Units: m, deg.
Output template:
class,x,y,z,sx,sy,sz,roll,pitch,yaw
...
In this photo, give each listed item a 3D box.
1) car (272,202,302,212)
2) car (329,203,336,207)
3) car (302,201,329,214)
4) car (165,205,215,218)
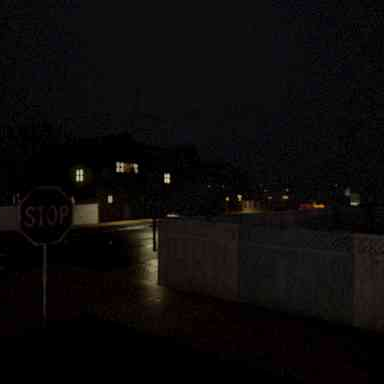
class,x,y,z,sx,sy,sz,roll,pitch,yaw
car,11.533,1.974,40.895,1.882,1.535,5.008,0,-1,36
car,20.265,2.233,48.450,1.895,1.301,4.718,0,-1,35
car,14.612,1.858,40.308,2.097,1.767,4.553,0,-1,36
car,-0.090,1.768,24.401,1.837,1.490,4.892,0,-1,35
